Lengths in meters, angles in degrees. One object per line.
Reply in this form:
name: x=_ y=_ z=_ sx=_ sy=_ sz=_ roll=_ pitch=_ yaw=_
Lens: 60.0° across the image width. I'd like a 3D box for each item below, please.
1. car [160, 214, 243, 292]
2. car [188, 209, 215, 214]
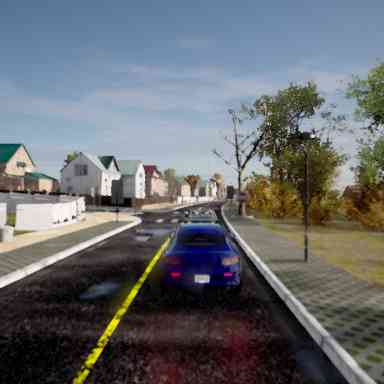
car: x=0.225 y=1.540 z=8.838 sx=1.812 sy=1.442 sz=4.674 roll=0 pitch=0 yaw=1
car: x=0.548 y=1.645 z=19.143 sx=1.895 sy=1.301 sz=4.718 roll=0 pitch=0 yaw=2
